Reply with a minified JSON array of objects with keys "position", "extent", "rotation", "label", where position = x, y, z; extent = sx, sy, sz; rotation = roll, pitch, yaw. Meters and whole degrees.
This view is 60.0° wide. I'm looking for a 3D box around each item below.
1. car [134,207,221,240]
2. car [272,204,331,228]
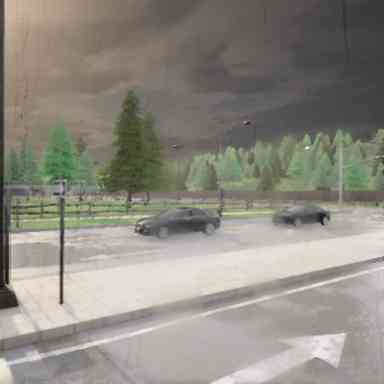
[{"position":[-0.663,1.573,17.642],"extent":[4.892,1.490,1.837],"rotation":[0,0,-35],"label":"car"},{"position":[7.839,1.621,23.682],"extent":[5.008,1.535,1.882],"rotation":[1,0,-35],"label":"car"}]
